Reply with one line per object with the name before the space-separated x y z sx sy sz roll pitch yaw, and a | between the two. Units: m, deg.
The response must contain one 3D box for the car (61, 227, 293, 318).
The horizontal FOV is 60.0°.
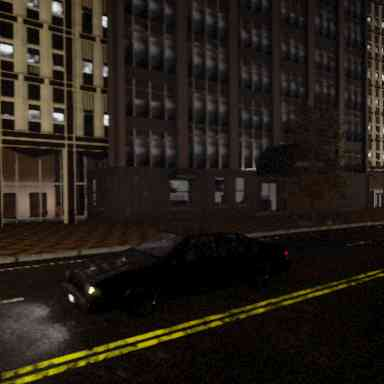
car | -0.016 1.558 7.604 5.357 1.411 2.033 0 0 -35
